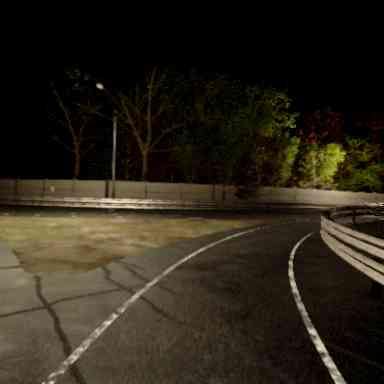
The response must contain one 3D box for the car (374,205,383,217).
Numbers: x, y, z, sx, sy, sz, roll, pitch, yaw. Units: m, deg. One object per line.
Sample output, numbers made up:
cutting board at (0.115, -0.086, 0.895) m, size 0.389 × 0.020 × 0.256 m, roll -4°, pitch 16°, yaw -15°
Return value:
car at (22.700, 2.186, 38.271) m, size 4.181 × 1.385 × 1.994 m, roll 2°, pitch 0°, yaw -38°
